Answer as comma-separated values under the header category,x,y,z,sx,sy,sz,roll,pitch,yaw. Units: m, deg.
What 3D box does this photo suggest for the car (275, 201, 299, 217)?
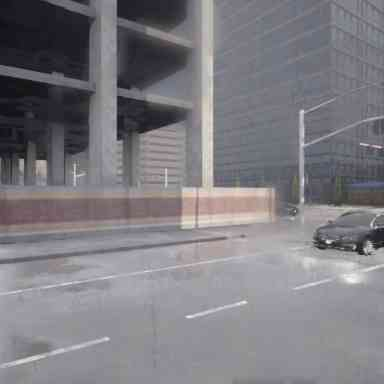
category,x,y,z,sx,sy,sz,roll,pitch,yaw
car,8.109,1.564,31.516,1.994,1.385,4.181,0,0,-36

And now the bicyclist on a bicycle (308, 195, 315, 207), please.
category,x,y,z,sx,sy,sz,roll,pitch,yaw
bicyclist on a bicycle,16.586,1.301,46.203,1.656,1.620,0.582,0,0,-36

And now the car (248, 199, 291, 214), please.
category,x,y,z,sx,sy,sz,roll,pitch,yaw
car,8.517,1.526,36.916,1.812,1.442,4.674,0,0,-36

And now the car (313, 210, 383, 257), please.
category,x,y,z,sx,sy,sz,roll,pitch,yaw
car,6.761,1.505,13.119,4.892,1.490,1.837,0,0,-36
